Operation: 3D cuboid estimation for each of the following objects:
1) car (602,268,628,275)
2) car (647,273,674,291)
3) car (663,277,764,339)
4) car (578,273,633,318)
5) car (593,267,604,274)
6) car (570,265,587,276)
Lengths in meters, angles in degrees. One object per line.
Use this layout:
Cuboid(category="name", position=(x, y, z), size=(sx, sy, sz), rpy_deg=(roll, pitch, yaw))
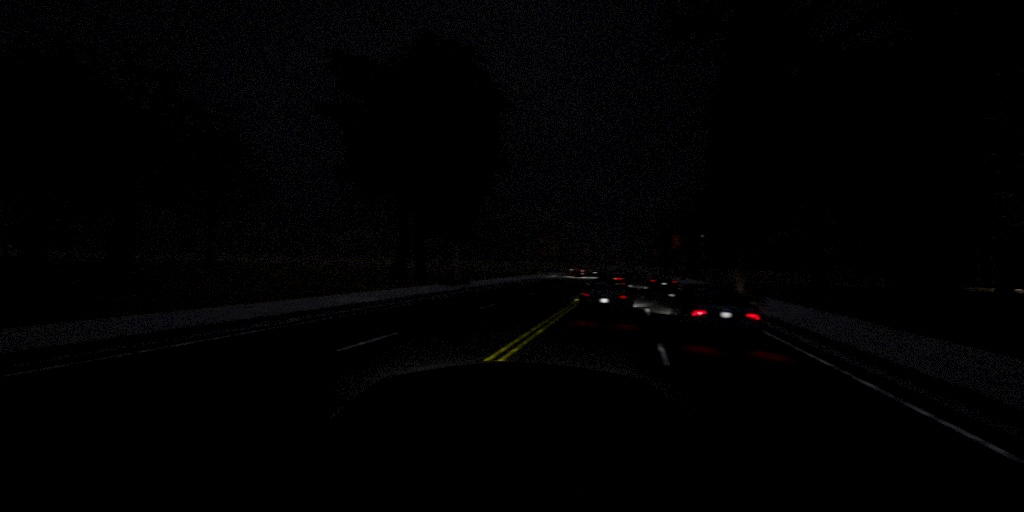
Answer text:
Cuboid(category="car", position=(8.609, 1.900, 28.902), size=(1.837, 1.490, 4.892), rpy_deg=(1, -1, 19))
Cuboid(category="car", position=(11.768, 2.037, 28.098), size=(1.994, 1.385, 4.181), rpy_deg=(1, -1, 19))
Cuboid(category="car", position=(6.291, 1.620, 11.575), size=(2.033, 1.411, 5.357), rpy_deg=(1, -1, 19))
Cuboid(category="car", position=(3.971, 1.619, 14.841), size=(1.994, 1.385, 4.181), rpy_deg=(1, -1, 19))
Cuboid(category="car", position=(13.185, 2.416, 53.430), size=(1.837, 1.490, 4.892), rpy_deg=(1, -1, 19))
Cuboid(category="car", position=(10.134, 2.191, 54.540), size=(2.097, 1.767, 4.553), rpy_deg=(1, -1, 19))
